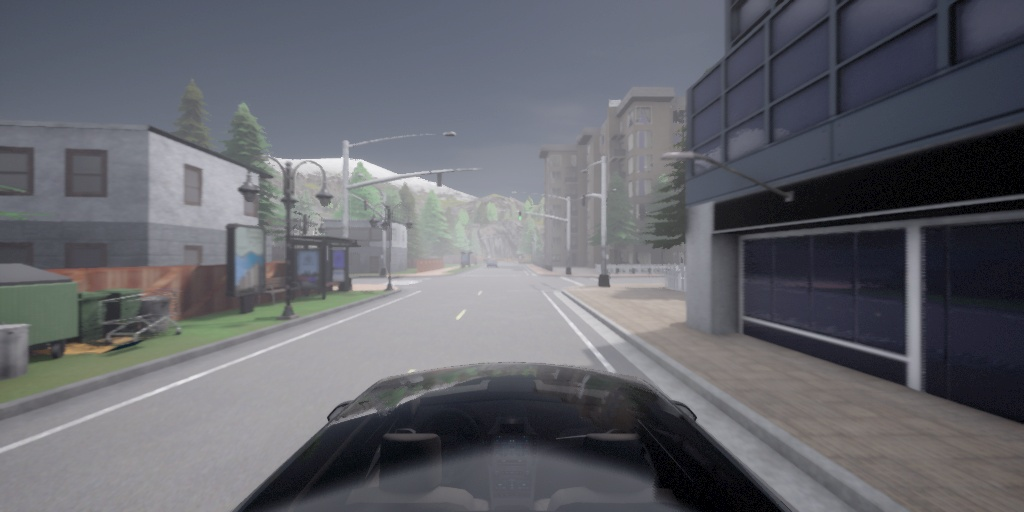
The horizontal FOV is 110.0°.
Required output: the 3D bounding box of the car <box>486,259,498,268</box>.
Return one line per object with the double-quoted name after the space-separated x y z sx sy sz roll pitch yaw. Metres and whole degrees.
-3.520 1.330 63.570 1.882 1.535 5.008 0 0 0 "car"
